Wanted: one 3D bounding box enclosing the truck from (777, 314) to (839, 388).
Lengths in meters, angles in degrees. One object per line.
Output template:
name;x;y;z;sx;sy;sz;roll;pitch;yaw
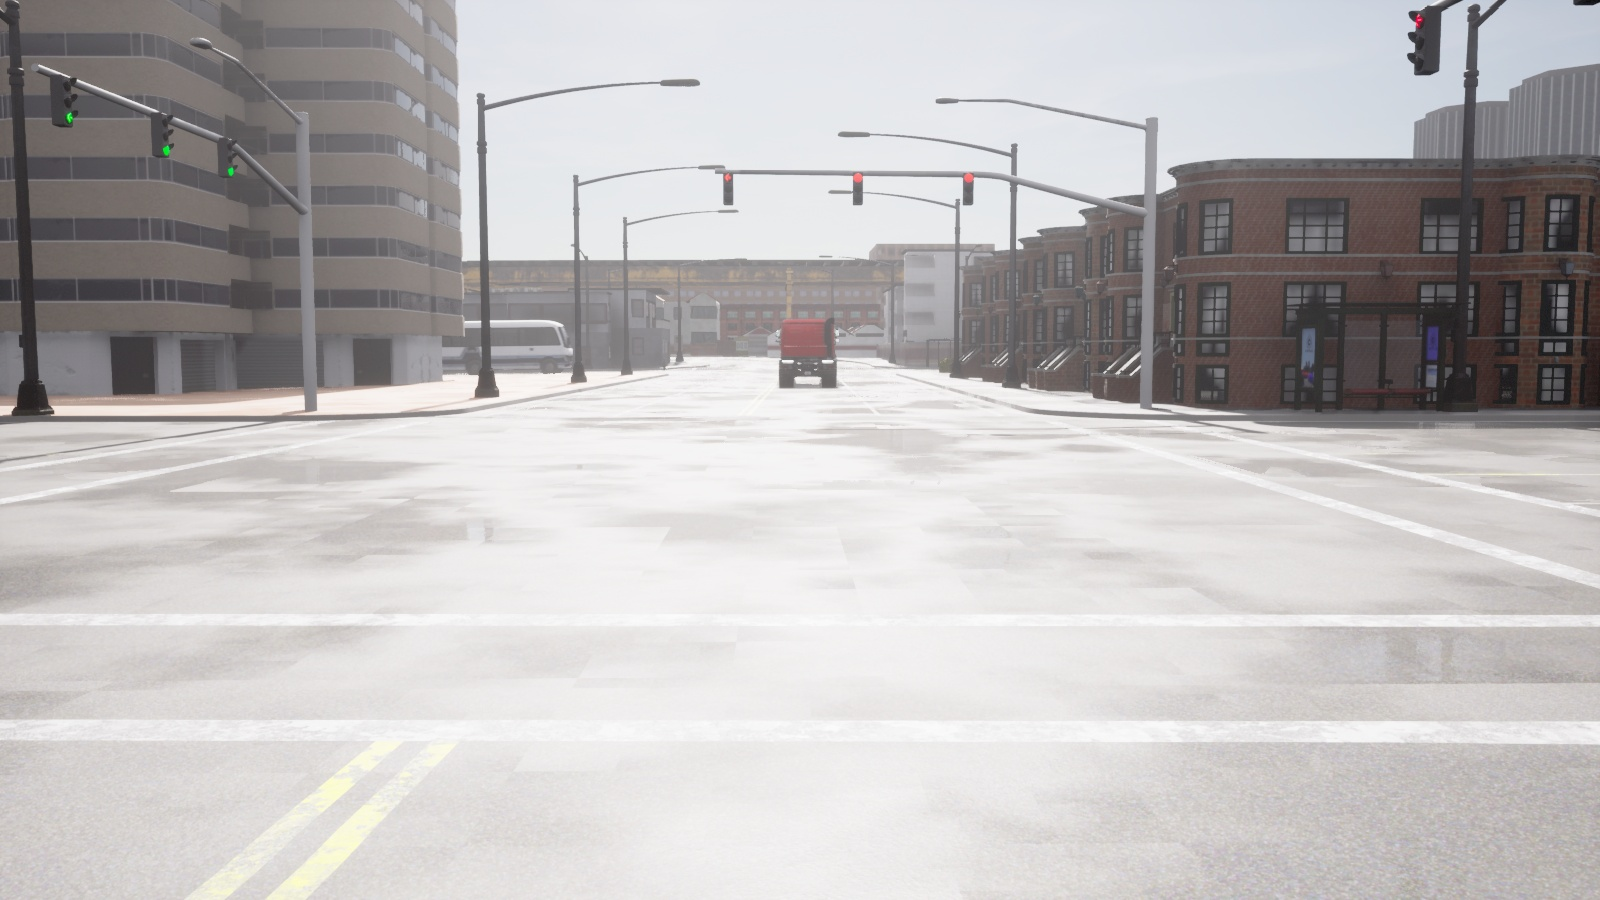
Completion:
truck;0.391;-4.968;63.061;2.891;3.462;7.936;0;5;0
